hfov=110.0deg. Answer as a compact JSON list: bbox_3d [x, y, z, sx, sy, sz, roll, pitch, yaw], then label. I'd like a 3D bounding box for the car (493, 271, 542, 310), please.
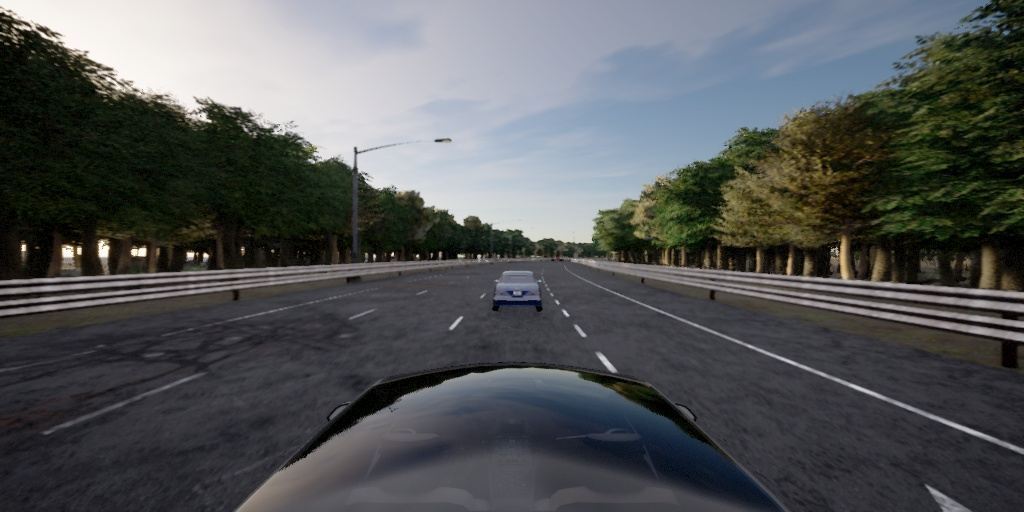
[{"bbox_3d":[0.249,1.301,14.617,2.033,1.411,5.357,0,0,2],"label":"car"}]
